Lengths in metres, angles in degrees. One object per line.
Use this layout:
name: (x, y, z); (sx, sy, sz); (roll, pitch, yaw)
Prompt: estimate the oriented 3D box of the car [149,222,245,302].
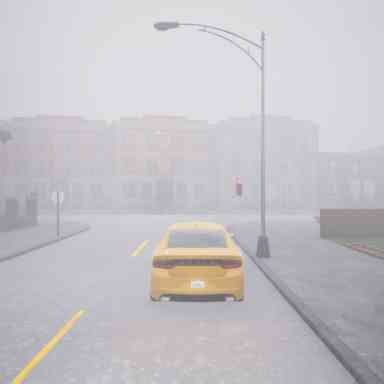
car: (0.107, 1.478, 8.334); (1.882, 1.535, 5.008); (0, 0, 0)
